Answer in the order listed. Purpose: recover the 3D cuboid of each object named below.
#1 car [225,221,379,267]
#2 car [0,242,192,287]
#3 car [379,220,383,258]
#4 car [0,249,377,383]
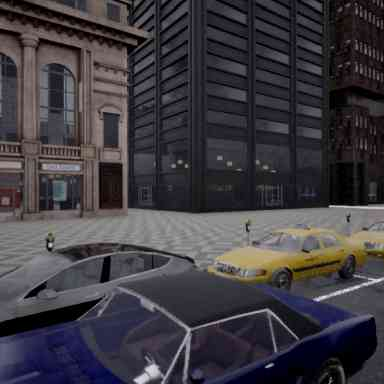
[{"bbox_3d":[2.611,1.525,8.495,4.829,1.417,1.752,0,0,-35],"label":"car"},{"bbox_3d":[-1.850,1.566,5.329,4.313,1.339,1.947,0,0,-35],"label":"car"},{"bbox_3d":[7.211,1.525,11.760,4.829,1.417,1.752,0,0,-35],"label":"car"},{"bbox_3d":[-0.304,1.601,3.158,4.718,1.301,1.895,0,0,-35],"label":"car"}]
